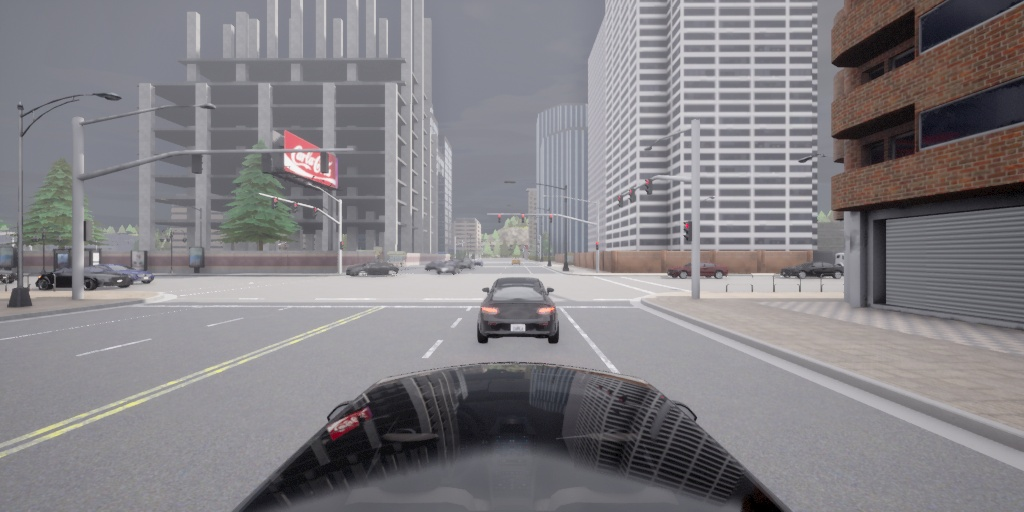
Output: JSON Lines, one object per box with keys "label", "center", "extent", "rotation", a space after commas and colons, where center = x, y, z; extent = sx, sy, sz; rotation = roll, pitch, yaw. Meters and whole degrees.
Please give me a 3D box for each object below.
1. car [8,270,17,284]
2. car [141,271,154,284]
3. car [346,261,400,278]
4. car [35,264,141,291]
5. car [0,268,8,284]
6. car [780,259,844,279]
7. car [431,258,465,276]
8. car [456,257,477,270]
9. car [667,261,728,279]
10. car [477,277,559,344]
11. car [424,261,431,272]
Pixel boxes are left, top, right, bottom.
{"label": "car", "center": [-37.846, 1.255, 25.091], "extent": [4.892, 1.490, 1.837], "rotation": [0, 0, 0]}
{"label": "car", "center": [-27.857, 1.276, 25.020], "extent": [4.674, 1.442, 1.812], "rotation": [0, 0, 0]}
{"label": "car", "center": [-13.185, 1.257, 34.230], "extent": [1.837, 1.490, 4.892], "rotation": [4, 2, 41]}
{"label": "car", "center": [-25.503, 1.314, 21.503], "extent": [4.181, 1.385, 1.994], "rotation": [0, 0, 0]}
{"label": "car", "center": [-34.201, 1.102, 21.566], "extent": [4.553, 1.767, 2.097], "rotation": [0, 0, 0]}
{"label": "car", "center": [26.664, 1.228, 31.838], "extent": [5.008, 1.535, 1.882], "rotation": [0, 0, 0]}
{"label": "car", "center": [-6.678, 1.242, 37.992], "extent": [2.128, 1.511, 4.902], "rotation": [0, 0, 1]}
{"label": "car", "center": [-6.513, 1.254, 50.840], "extent": [1.837, 1.490, 4.892], "rotation": [0, 0, 1]}
{"label": "car", "center": [16.471, 1.228, 31.918], "extent": [5.008, 1.535, 1.882], "rotation": [0, 0, 0]}
{"label": "car", "center": [0.160, 1.276, 9.502], "extent": [1.812, 1.442, 4.674], "rotation": [0, 0, 1]}
{"label": "car", "center": [-10.063, 1.297, 47.408], "extent": [2.033, 1.411, 5.357], "rotation": [0, 0, 1]}
